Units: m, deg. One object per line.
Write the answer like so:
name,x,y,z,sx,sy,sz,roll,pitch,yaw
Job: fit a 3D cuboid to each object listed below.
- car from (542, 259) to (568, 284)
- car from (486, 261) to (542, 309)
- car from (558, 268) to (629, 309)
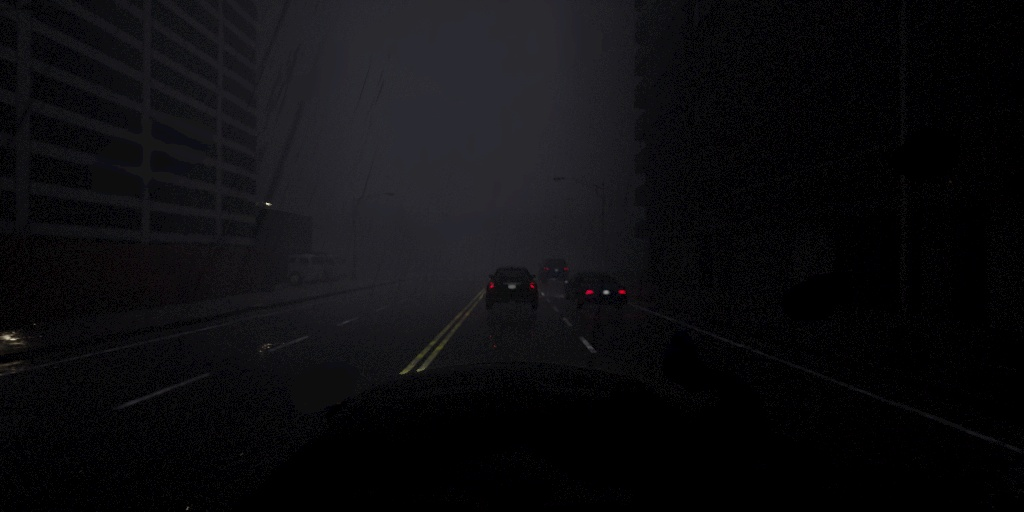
car,3.512,1.236,30.857,2.150,2.045,5.566,0,0,0
car,0.006,1.231,15.929,2.097,1.767,4.553,0,-1,0
car,3.505,1.428,15.834,2.033,1.411,5.357,0,0,0
